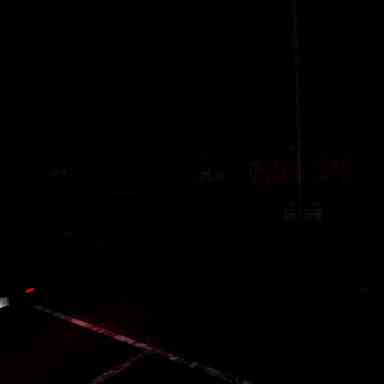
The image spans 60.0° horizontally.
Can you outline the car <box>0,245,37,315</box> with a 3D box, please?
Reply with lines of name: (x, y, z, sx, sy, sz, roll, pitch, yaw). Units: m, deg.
car: (-4.803, 1.517, 6.372, 4.674, 1.442, 1.812, 0, 0, 35)
